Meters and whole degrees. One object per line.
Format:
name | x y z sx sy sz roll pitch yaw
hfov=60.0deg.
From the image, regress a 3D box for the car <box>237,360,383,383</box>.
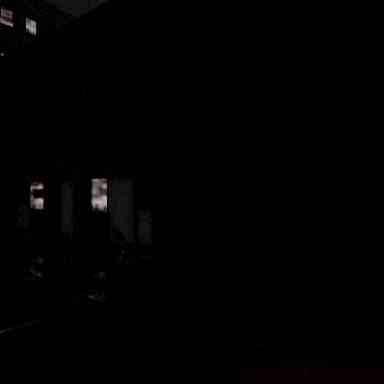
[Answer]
car | 2.168 1.525 1.328 4.829 1.417 1.752 0 0 36
